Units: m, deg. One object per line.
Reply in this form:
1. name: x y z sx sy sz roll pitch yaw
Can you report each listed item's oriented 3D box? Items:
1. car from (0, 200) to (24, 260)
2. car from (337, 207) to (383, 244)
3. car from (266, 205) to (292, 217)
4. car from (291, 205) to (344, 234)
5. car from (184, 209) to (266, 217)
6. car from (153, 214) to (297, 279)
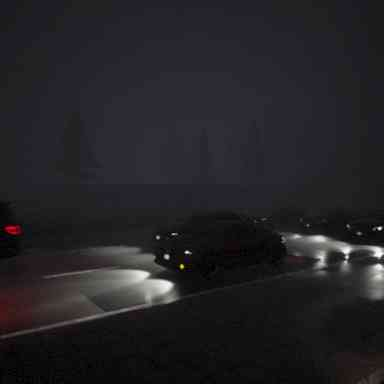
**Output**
1. car: -7.405 1.219 8.490 5.566 2.045 2.150 0 0 -35
2. car: 9.302 1.554 16.051 4.674 1.442 1.812 0 0 -35
3. car: 6.035 1.577 22.310 5.357 1.411 2.033 0 0 -35
4. car: 8.252 1.556 19.588 4.674 1.442 1.812 0 0 -35
5. car: 0.669 1.519 14.241 4.892 1.490 1.837 0 0 -35
6. car: 0.960 1.575 10.139 4.181 1.385 1.994 0 0 -35
